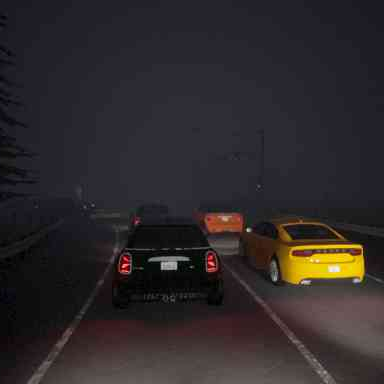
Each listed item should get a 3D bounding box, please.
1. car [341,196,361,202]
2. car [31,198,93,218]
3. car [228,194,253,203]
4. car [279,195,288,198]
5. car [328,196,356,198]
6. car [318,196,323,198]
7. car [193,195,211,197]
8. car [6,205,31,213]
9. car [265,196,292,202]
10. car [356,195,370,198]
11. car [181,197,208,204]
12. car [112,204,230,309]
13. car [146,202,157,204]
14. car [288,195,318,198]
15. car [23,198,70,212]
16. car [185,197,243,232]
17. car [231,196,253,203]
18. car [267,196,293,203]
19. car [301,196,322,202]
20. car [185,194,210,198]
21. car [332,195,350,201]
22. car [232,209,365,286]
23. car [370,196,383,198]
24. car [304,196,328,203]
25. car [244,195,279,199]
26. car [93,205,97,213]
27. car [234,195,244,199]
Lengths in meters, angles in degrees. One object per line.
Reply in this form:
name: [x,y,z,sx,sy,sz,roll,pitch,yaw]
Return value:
car: [36.870,1.595,77.170,4.718,1.301,1.895,0,0,-29]
car: [-11.443,1.359,29.559,4.553,1.767,2.097,0,0,-19]
car: [9.734,1.352,66.526,4.553,1.767,2.097,0,0,-18]
car: [19.084,1.353,65.990,4.553,1.767,2.097,0,0,-18]
car: [29.288,1.525,65.811,4.902,1.511,2.128,0,0,-19]
car: [27.325,1.524,68.822,4.674,1.442,1.812,0,0,-19]
car: [3.079,1.601,56.915,4.718,1.301,1.895,0,0,-19]
car: [-16.827,1.510,35.117,4.892,1.490,1.837,0,0,-19]
car: [19.064,1.540,73.362,5.357,1.411,2.033,0,0,-19]
car: [38.849,1.525,74.279,4.902,1.511,2.128,0,0,-29]
car: [0.518,1.601,63.430,4.718,1.301,1.895,0,0,-19]
car: [-0.630,1.352,8.121,2.097,1.767,4.553,0,0,-6]
car: [-2.110,1.352,16.928,2.097,1.767,4.553,0,0,-12]
car: [21.007,1.564,62.991,4.181,1.385,1.994,0,0,-19]
car: [-16.824,1.495,38.817,4.902,1.511,2.128,0,0,-19]
car: [1.204,1.352,18.368,2.097,1.767,4.553,0,0,-12]
car: [10.567,1.553,70.461,4.181,1.385,1.994,0,0,-19]
car: [18.354,1.525,69.421,4.902,1.511,2.128,0,0,-19]
car: [27.464,1.553,76.371,4.181,1.385,1.994,0,0,-21]
car: [1.340,1.505,60.018,4.892,1.490,1.837,0,0,-19]
car: [36.283,1.552,80.911,4.181,1.385,1.994,0,0,-29]
car: [2.730,1.478,9.482,1.882,1.535,5.008,0,0,-6]
car: [41.519,1.540,71.805,5.357,1.411,2.033,0,0,-29]
car: [27.013,1.524,72.426,4.674,1.442,1.812,0,0,-19]
car: [12.507,1.492,60.121,4.902,1.511,2.128,0,0,-19]
car: [-11.873,1.359,33.110,4.553,1.767,2.097,0,0,-19]
car: [10.790,1.352,63.220,4.553,1.767,2.097,0,0,-19]
